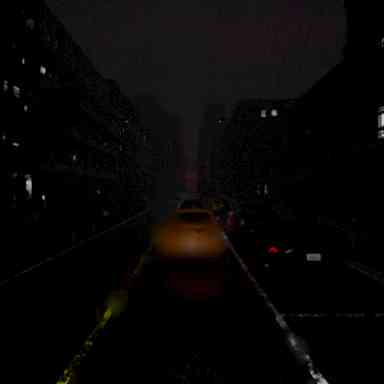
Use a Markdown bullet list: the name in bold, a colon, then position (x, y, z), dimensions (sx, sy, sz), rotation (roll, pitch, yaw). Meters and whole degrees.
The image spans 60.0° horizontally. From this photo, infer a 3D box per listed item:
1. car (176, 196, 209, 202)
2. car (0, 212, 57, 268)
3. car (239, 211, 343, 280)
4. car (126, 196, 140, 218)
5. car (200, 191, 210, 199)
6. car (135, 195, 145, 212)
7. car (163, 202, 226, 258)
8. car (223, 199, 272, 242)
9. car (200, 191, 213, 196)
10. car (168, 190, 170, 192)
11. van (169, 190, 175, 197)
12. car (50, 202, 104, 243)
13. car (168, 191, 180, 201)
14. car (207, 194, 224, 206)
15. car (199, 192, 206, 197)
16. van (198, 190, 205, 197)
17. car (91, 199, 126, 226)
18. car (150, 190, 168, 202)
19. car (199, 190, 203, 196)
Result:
- **car**: position (0.028, 1.259, 25.977), dimensions (2.033, 1.411, 5.357), rotation (0, 1, 0)
- **car**: position (-5.683, 1.473, 9.443), dimensions (1.802, 1.307, 4.206), rotation (0, 1, 0)
- **car**: position (2.697, 1.457, 9.438), dimensions (1.947, 1.339, 4.313), rotation (0, 1, 0)
- **car**: position (-5.681, 1.250, 26.512), dimensions (1.887, 1.381, 4.507), rotation (0, 1, 0)
- **car**: position (2.705, 0.701, 72.025), dimensions (1.967, 1.590, 4.097), rotation (0, 1, 0)
- **car**: position (-5.679, 1.085, 32.200), dimensions (1.967, 1.590, 4.097), rotation (0, 1, 0)
- **car**: position (0.038, 1.338, 12.182), dimensions (1.882, 1.535, 5.008), rotation (0, 1, 1)
- **car**: position (2.699, 1.268, 15.127), dimensions (1.967, 1.590, 4.097), rotation (0, 1, 0)
- **car**: position (2.366, 1.015, 42.597), dimensions (1.882, 1.535, 5.008), rotation (0, 1, 0)
- **car**: position (-5.677, 0.864, 66.340), dimensions (2.008, 1.369, 4.403), rotation (0, 1, 0)
- **van**: position (-5.673, 0.409, 94.785), dimensions (1.690, 1.788, 3.998), rotation (0, 0, 0)
- **car**: position (-5.682, 1.373, 15.133), dimensions (1.887, 1.381, 4.507), rotation (0, 1, 0)
- **car**: position (-3.031, 0.978, 59.364), dimensions (1.895, 1.301, 4.718), rotation (0, 1, 1)
- **car**: position (2.700, 1.169, 32.366), dimensions (1.752, 1.417, 4.829), rotation (0, 1, 0)
- **car**: position (2.705, 0.696, 89.096), dimensions (1.802, 1.307, 4.206), rotation (0, 0, 0)
- **van**: position (2.707, 0.409, 94.782), dimensions (1.690, 1.788, 3.998), rotation (0, 0, 0)
- **car**: position (-5.681, 1.207, 20.822), dimensions (1.967, 1.590, 4.097), rotation (0, 1, 0)
- **car**: position (-5.677, 0.733, 54.957), dimensions (2.192, 1.841, 5.009), rotation (0, 1, 0)
- **car**: position (2.704, 0.680, 60.644), dimensions (2.192, 1.841, 5.009), rotation (0, 1, 0)
